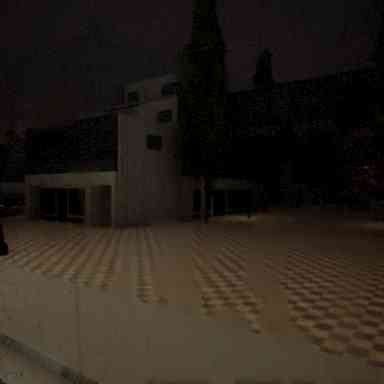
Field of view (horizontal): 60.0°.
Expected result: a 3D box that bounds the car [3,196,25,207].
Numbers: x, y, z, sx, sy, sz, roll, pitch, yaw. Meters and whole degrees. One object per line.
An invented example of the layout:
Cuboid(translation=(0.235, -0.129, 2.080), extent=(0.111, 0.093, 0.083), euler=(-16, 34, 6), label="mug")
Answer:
Cuboid(translation=(-23.095, 1.232, 43.448), extent=(1.994, 1.385, 4.181), euler=(0, 0, -42), label="car")
